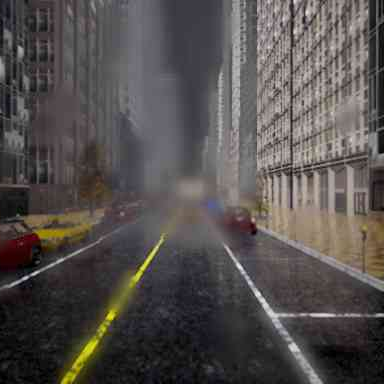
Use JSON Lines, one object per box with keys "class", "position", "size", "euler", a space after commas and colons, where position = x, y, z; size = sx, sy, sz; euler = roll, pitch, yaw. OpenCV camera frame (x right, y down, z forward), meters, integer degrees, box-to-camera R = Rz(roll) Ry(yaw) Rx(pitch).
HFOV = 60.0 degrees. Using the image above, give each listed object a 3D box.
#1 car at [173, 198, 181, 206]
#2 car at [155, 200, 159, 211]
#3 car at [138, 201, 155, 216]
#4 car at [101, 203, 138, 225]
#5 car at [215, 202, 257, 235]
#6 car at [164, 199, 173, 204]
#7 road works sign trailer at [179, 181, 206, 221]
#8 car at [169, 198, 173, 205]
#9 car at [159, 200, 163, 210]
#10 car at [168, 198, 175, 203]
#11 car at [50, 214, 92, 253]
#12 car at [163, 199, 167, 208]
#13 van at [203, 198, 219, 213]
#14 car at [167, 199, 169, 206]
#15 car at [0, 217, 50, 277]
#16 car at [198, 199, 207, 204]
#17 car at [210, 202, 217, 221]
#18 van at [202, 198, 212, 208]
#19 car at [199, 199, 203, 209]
{"class": "car", "position": [-3.048, 2.198, 71.777], "size": [2.128, 1.511, 4.902], "euler": [0, -1, 0]}
{"class": "car", "position": [-5.726, 1.973, 42.927], "size": [1.947, 1.339, 4.313], "euler": [-1, -1, 0]}
{"class": "car", "position": [-5.722, 1.904, 37.243], "size": [2.008, 1.369, 4.403], "euler": [-1, -1, 0]}
{"class": "car", "position": [-5.716, 1.686, 25.878], "size": [1.967, 1.590, 4.097], "euler": [-1, -1, 0]}
{"class": "car", "position": [2.668, 1.632, 20.200], "size": [1.967, 1.590, 4.097], "euler": [-1, -1, 0]}
{"class": "car", "position": [-5.751, 2.334, 82.710], "size": [2.008, 1.369, 4.403], "euler": [-1, -1, 0]}
{"class": "road works sign trailer", "position": [-0.019, 0.752, 30.290], "size": [2.380, 3.560, 2.880], "euler": [0, -1, 0]}
{"class": "car", "position": [-5.744, 2.227, 71.344], "size": [2.008, 1.369, 4.403], "euler": [-1, -1, 0]}
{"class": "car", "position": [-5.729, 2.006, 48.610], "size": [1.887, 1.381, 4.507], "euler": [-1, -1, 0]}
{"class": "car", "position": [-5.759, 2.472, 94.077], "size": [1.802, 1.307, 4.206], "euler": [-1, -1, 0]}
{"class": "car", "position": [-5.707, 1.662, 14.340], "size": [1.752, 1.417, 4.829], "euler": [-1, -1, 0]}
{"class": "car", "position": [-5.734, 2.065, 54.294], "size": [2.008, 1.369, 4.403], "euler": [-1, -1, 0]}
{"class": "van", "position": [2.653, 1.748, 42.934], "size": [1.690, 1.788, 3.998], "euler": [-1, -1, 0]}
{"class": "car", "position": [-5.736, 2.150, 59.977], "size": [1.802, 1.307, 4.206], "euler": [-1, -1, 0]}
{"class": "car", "position": [-5.705, 1.525, 8.828], "size": [1.967, 1.590, 4.097], "euler": [-1, -1, 0]}
{"class": "car", "position": [2.629, 2.334, 82.716], "size": [2.008, 1.369, 4.403], "euler": [-1, -1, 0]}
{"class": "car", "position": [2.666, 1.773, 26.052], "size": [1.752, 1.417, 4.829], "euler": [-1, -1, 0]}
{"class": "van", "position": [2.642, 1.909, 59.984], "size": [1.690, 1.788, 3.998], "euler": [-1, -1, 0]}
{"class": "car", "position": [2.645, 1.830, 54.301], "size": [2.192, 1.841, 5.009], "euler": [-1, -1, 0]}
